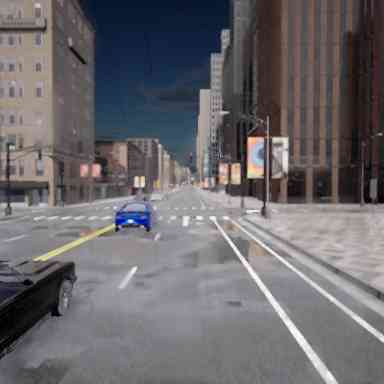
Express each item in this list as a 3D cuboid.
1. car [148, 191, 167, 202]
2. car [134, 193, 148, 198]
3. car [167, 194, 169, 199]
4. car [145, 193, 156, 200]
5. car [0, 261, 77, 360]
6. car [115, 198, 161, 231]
[{"bbox_3d":[-6.501,0.806,63.139,2.150,2.045,5.566,0,0,0],"label":"car"},{"bbox_3d":[-9.755,0.937,63.263,2.097,1.767,4.553,0,0,0],"label":"car"},{"bbox_3d":[-6.480,1.003,78.677,1.812,1.442,4.674,0,0,0],"label":"car"},{"bbox_3d":[-9.730,1.031,78.724,1.994,1.385,4.181,0,0,0],"label":"car"},{"bbox_3d":[-3.150,1.567,4.371,1.895,1.301,4.718,0,0,0],"label":"car"},{"bbox_3d":[-3.149,1.337,19.461,1.882,1.535,5.008,0,0,0],"label":"car"}]
